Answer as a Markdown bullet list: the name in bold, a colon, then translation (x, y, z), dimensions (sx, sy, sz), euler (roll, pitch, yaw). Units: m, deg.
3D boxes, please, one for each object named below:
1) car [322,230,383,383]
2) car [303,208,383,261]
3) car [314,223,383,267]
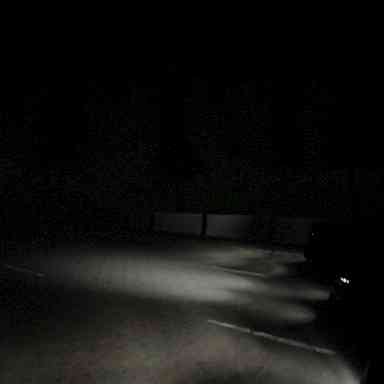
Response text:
- **car**: translation (3.303, 1.349, 1.635), dimensions (4.553, 1.767, 2.097), euler (0, 0, 36)
- **car**: translation (5.798, 1.220, 8.454), dimensions (5.566, 2.045, 2.150), euler (0, 0, 36)
- **car**: translation (4.675, 1.489, 4.956), dimensions (4.902, 1.511, 2.128), euler (0, 0, 36)
